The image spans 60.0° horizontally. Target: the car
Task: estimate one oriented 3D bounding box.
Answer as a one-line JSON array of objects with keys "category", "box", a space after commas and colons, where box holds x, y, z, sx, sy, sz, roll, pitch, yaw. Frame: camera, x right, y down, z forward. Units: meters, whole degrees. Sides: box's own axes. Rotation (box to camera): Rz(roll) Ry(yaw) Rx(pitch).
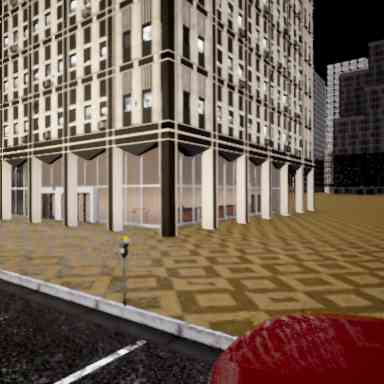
[{"category": "car", "box": [2.301, 1.319, 1.244, 5.009, 1.841, 2.192, 0, 0, 35]}]
